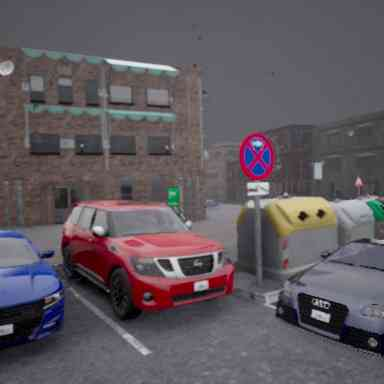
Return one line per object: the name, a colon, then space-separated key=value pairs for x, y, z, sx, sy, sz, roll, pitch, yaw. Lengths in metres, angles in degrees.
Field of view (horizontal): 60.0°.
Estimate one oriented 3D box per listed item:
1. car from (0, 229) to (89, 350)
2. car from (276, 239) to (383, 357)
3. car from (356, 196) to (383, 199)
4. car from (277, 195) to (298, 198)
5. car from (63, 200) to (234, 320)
car: x=-3.859 y=1.487 z=6.256 sx=2.097 sy=1.535 sz=5.008 roll=1 pitch=-1 yaw=-36
car: x=3.434 y=1.591 z=5.997 sx=4.181 sy=1.385 sz=1.994 roll=0 pitch=0 yaw=-37
car: x=15.390 y=1.045 z=29.069 sx=2.033 sy=1.411 sz=5.357 roll=-2 pitch=-1 yaw=-16
car: x=10.975 y=1.172 z=39.595 sx=2.097 sy=1.767 sz=4.553 roll=-3 pitch=-1 yaw=-23
car: x=-1.443 y=1.256 z=7.943 sx=2.435 sy=2.045 sz=5.566 roll=1 pitch=0 yaw=-36
